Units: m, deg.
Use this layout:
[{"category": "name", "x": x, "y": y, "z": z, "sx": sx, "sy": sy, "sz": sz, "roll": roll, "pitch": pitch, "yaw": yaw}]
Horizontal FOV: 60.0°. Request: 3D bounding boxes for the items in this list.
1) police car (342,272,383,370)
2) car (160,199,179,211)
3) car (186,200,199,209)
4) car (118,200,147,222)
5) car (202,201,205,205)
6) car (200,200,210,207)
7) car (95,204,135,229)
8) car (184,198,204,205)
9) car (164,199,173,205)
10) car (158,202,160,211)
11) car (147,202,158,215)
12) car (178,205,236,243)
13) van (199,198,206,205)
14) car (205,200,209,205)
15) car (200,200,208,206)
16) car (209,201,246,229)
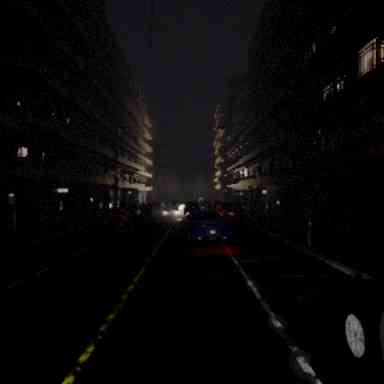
[{"category": "police car", "x": 3.133, "y": 1.464, "z": 3.043, "sx": 1.930, "sy": 1.638, "sz": 5.238, "roll": 0, "pitch": -1, "yaw": 0}, {"category": "car", "x": -3.074, "y": 1.950, "z": 49.679, "sx": 2.097, "sy": 1.767, "sz": 4.553, "roll": 0, "pitch": -1, "yaw": 0}, {"category": "car", "x": 0.098, "y": 2.188, "z": 58.105, "sx": 2.128, "sy": 1.511, "sz": 4.902, "roll": 0, "pitch": -1, "yaw": 0}, {"category": "car", "x": -5.708, "y": 1.681, "z": 29.765, "sx": 2.192, "sy": 1.841, "sz": 5.009, "roll": -1, "pitch": -1, "yaw": 0}, {"category": "car", "x": 2.643, "y": 2.045, "z": 41.152, "sx": 1.887, "sy": 1.381, "sz": 4.507, "roll": -1, "pitch": -1, "yaw": 0}, {"category": "car", "x": 2.676, "y": 2.377, "z": 69.472, "sx": 2.008, "sy": 1.369, "sz": 4.403, "roll": -1, "pitch": -1, "yaw": 0}, {"category": "car", "x": -5.704, "y": 1.842, "z": 24.100, "sx": 1.887, "sy": 1.381, "sz": 4.507, "roll": -1, "pitch": -1, "yaw": 0}, {"category": "car", "x": 0.097, "y": 1.858, "z": 41.464, "sx": 2.097, "sy": 1.767, "sz": 4.553, "roll": 0, "pitch": 0, "yaw": 0}, {"category": "car", "x": -5.704, "y": 2.504, "z": 80.744, "sx": 2.008, "sy": 1.369, "sz": 4.403, "roll": -1, "pitch": -1, "yaw": 0}, {"category": "car", "x": -5.703, "y": 2.197, "z": 52.421, "sx": 1.947, "sy": 1.339, "sz": 4.313, "roll": -1, "pitch": -1, "yaw": 0}, {"category": "car", "x": -5.704, "y": 2.044, "z": 41.092, "sx": 1.887, "sy": 1.381, "sz": 4.507, "roll": -1, "pitch": -1, "yaw": 0}, {"category": "car", "x": 0.589, "y": 1.695, "z": 17.525, "sx": 1.882, "sy": 1.535, "sz": 5.008, "roll": 0, "pitch": -1, "yaw": -8}, {"category": "van", "x": 2.673, "y": 2.357, "z": 86.467, "sx": 1.690, "sy": 1.788, "sz": 3.998, "roll": -1, "pitch": -1, "yaw": 0}, {"category": "car", "x": 2.639, "y": 1.682, "z": 29.826, "sx": 2.192, "sy": 1.841, "sz": 5.009, "roll": -1, "pitch": -1, "yaw": 0}, {"category": "car", "x": 2.677, "y": 2.472, "z": 75.136, "sx": 1.802, "sy": 1.307, "sz": 4.206, "roll": -1, "pitch": -1, "yaw": 0}, {"category": "car", "x": 2.639, "y": 1.613, "z": 24.161, "sx": 2.192, "sy": 1.841, "sz": 5.009, "roll": -1, "pitch": -1, "yaw": 0}]
